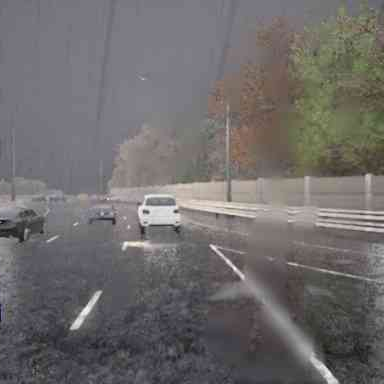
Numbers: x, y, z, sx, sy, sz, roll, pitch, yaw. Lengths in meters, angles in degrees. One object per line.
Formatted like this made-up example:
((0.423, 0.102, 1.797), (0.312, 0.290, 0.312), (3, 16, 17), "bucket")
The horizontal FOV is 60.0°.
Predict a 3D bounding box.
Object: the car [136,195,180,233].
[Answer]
((-2.070, 1.176, 19.691), (2.150, 2.045, 5.566), (0, 0, -11), "car")

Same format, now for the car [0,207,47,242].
((-8.471, 1.483, 16.010), (1.837, 1.490, 4.892), (0, 0, -9), "car")

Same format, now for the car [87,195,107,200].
((-15.840, 1.245, 56.370), (2.097, 1.767, 4.553), (0, 0, -29), "car")

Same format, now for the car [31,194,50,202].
((-29.897, 1.218, 64.799), (1.837, 1.490, 4.892), (0, 0, -41), "car")

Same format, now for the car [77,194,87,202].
((-22.508, 1.169, 68.695), (1.882, 1.535, 5.008), (0, 0, -25), "car")

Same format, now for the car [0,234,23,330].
((-3.543, 1.478, 2.702), (1.882, 1.535, 5.008), (0, 0, -2), "car")

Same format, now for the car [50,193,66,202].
((-27.118, 1.061, 66.929), (2.097, 1.767, 4.553), (0, 0, -41), "car")

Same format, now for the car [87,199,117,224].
((-6.557, 1.500, 24.486), (2.033, 1.411, 5.357), (0, 0, -14), "car")
